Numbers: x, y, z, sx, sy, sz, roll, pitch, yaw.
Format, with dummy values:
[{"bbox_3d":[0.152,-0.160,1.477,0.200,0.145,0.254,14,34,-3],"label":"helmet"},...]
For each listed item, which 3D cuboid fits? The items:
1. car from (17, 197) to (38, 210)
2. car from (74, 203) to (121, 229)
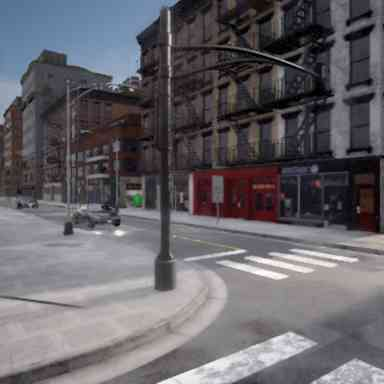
[{"bbox_3d":[-20.110,1.336,40.582,2.128,1.511,4.902,0,0,-35],"label":"car"},{"bbox_3d":[-6.181,1.449,21.302,1.812,1.442,4.674,0,0,-36],"label":"car"}]
